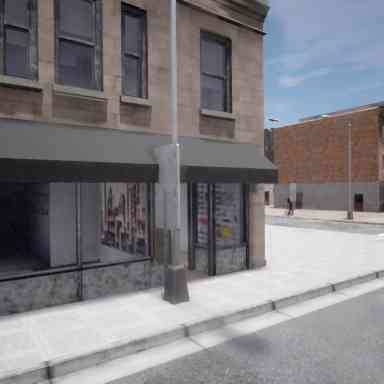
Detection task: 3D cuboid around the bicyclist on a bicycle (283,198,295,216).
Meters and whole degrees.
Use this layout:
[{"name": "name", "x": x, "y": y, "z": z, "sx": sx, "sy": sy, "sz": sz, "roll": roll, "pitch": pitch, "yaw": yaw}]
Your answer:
[{"name": "bicyclist on a bicycle", "x": 8.946, "y": 1.375, "z": 30.642, "sx": 1.656, "sy": 1.620, "sz": 0.582, "roll": -1, "pitch": 1, "yaw": -35}]
